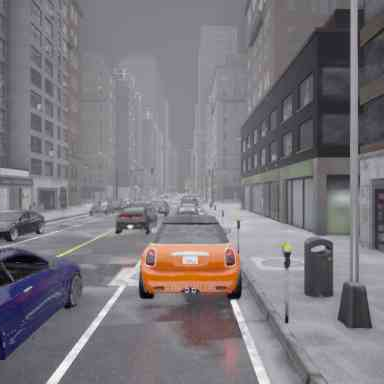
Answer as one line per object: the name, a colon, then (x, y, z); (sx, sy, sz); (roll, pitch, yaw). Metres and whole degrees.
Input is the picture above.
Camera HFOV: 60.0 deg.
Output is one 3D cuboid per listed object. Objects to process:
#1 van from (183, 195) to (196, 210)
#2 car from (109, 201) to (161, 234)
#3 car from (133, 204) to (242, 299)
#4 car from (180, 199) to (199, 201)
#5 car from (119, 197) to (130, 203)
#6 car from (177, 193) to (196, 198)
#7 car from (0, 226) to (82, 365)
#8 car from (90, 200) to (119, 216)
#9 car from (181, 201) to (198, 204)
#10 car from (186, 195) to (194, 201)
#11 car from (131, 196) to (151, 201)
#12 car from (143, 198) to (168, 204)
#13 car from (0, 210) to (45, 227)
van: (-0.287, 1.343, 43.983); (1.690, 1.788, 3.998); (0, 0, 0)
car: (-3.101, 1.505, 19.242); (1.837, 1.490, 4.892); (0, 0, 1)
car: (-0.032, 1.353, 8.621); (2.097, 1.767, 4.553); (0, 0, 0)
car: (-0.287, 1.552, 27.412); (2.008, 1.369, 4.403); (0, 0, 0)
car: (-8.813, 1.567, 38.453); (1.947, 1.339, 4.313); (0, 0, 0)
car: (-0.287, 1.316, 38.459); (2.192, 1.841, 5.009); (0, 0, 0)
car: (-3.146, 1.525, 4.892); (1.812, 1.442, 4.674); (0, 0, 0)
car: (-8.813, 1.583, 32.928); (1.802, 1.307, 4.206); (0, 0, 0)
car: (-0.287, 1.551, 21.888); (2.008, 1.369, 4.403); (0, 0, 0)
car: (-0.572, 1.470, 87.873); (1.967, 1.590, 4.097); (0, 0, -1)
car: (-6.192, 1.353, 43.254); (2.097, 1.767, 4.553); (0, 0, 1)
car: (-3.123, 1.549, 32.192); (2.033, 1.411, 5.357); (0, 0, 0)
car: (-8.813, 1.566, 16.352); (1.947, 1.339, 4.313); (0, 0, 0)
